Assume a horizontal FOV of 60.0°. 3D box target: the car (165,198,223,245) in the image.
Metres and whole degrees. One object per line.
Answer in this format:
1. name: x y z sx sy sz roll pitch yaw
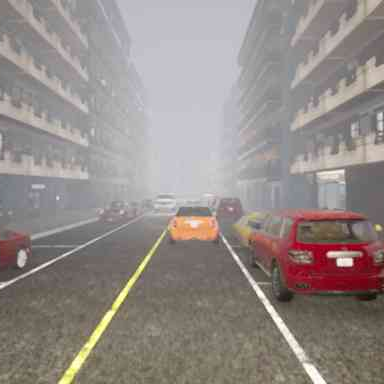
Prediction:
1. car: 0.094 1.335 15.490 2.097 1.767 4.553 0 0 0

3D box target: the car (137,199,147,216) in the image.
1. car: -5.693 1.514 30.956 1.887 1.381 4.507 -1 0 0

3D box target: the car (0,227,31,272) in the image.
1. car: -5.699 1.535 8.217 1.887 1.381 4.507 -1 0 0

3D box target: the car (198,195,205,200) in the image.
1. car: 2.701 1.500 93.482 1.887 1.381 4.507 -1 0 0

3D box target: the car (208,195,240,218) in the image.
1. car: 2.682 1.290 25.266 2.192 1.841 5.009 -1 0 0

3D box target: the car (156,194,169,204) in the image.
1. car: -5.689 1.269 65.064 2.192 1.841 5.009 -1 0 0

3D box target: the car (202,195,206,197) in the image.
1. car: 2.691 1.485 48.174 1.752 1.417 4.829 -1 0 0

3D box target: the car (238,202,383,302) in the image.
1. car: 2.678 1.306 8.212 2.192 1.841 5.009 -1 0 0

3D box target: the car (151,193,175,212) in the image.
1. car: -3.050 1.188 38.654 2.150 2.045 5.566 0 0 0

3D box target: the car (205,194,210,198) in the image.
1. car: 2.684 1.285 30.950 2.192 1.841 5.009 -1 0 0

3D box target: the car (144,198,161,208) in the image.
1. car: -5.689 1.525 48.010 1.947 1.339 4.313 -1 0 0

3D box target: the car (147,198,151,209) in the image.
1. car: -5.690 1.528 42.325 1.947 1.339 4.313 -1 0 0

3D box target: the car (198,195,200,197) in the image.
1. car: 2.699 1.504 82.112 2.008 1.369 4.403 -1 0 0

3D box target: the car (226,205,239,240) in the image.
1. car: 2.683 1.511 14.066 1.752 1.417 4.829 -1 0 0

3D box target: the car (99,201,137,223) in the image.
1. car: -5.696 1.414 25.271 1.967 1.590 4.097 -1 0 0

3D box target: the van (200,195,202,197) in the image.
1. van: 2.689 1.298 53.689 1.690 1.788 3.998 -1 0 0
